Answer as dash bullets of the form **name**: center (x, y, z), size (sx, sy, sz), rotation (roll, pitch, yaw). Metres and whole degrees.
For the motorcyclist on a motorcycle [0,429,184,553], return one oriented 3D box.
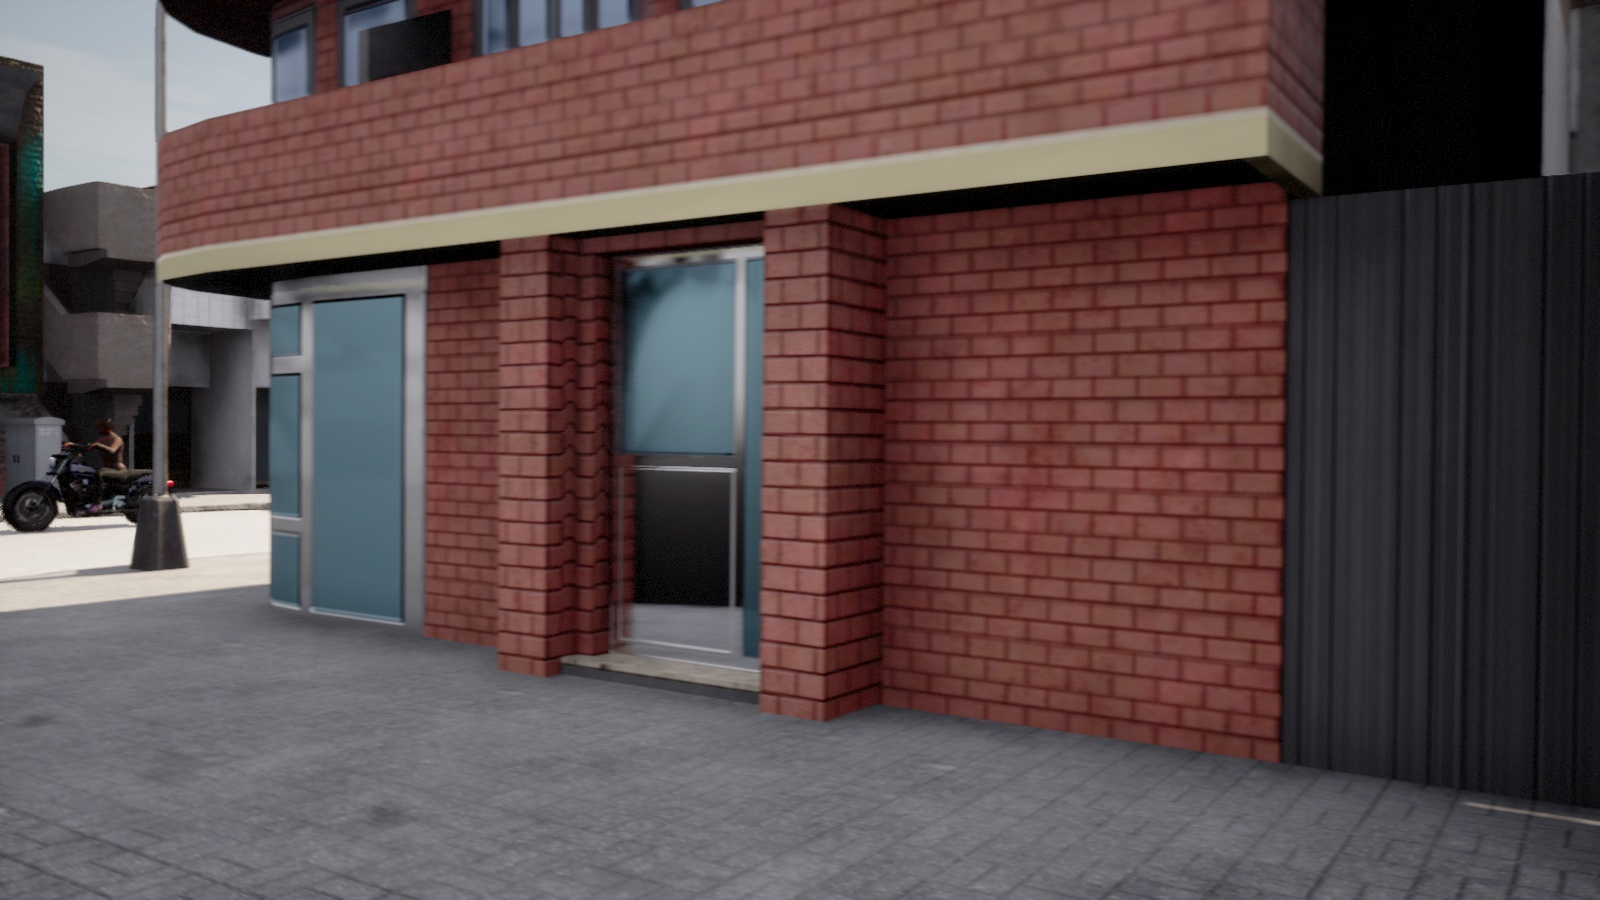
- **motorcyclist on a motorcycle**: center (-10.194, 0.526, 18.012), size (0.766, 1.649, 2.350), rotation (0, 1, 32)
